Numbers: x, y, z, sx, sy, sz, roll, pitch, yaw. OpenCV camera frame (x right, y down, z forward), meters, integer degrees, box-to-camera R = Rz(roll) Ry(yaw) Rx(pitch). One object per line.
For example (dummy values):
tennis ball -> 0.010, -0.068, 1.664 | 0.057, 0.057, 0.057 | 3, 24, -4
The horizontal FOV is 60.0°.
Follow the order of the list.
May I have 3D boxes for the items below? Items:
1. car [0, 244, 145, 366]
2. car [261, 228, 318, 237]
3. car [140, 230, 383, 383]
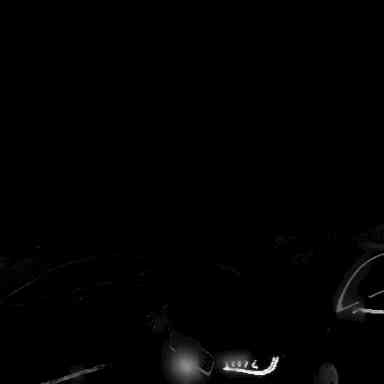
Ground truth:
car -> -1.998, 1.566, 5.111 | 4.313, 1.339, 1.947 | 0, 0, -35
car -> 2.483, 1.582, 8.302 | 4.206, 1.307, 1.802 | 0, 0, -35
car -> 1.922, 1.505, 4.748 | 4.892, 1.490, 1.837 | 0, 0, -35
